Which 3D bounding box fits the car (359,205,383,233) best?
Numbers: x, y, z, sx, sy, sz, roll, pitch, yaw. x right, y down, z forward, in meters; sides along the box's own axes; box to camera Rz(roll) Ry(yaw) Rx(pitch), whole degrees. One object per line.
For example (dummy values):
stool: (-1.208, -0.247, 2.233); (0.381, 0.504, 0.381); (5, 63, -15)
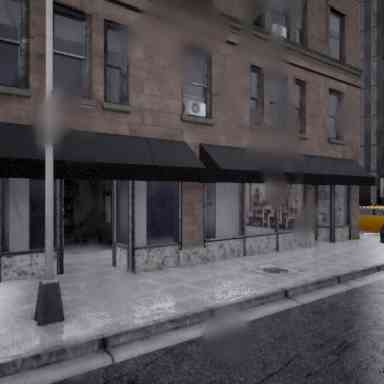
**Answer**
car: (10.155, 1.486, 17.310); (1.882, 1.535, 5.008); (0, 0, -35)
